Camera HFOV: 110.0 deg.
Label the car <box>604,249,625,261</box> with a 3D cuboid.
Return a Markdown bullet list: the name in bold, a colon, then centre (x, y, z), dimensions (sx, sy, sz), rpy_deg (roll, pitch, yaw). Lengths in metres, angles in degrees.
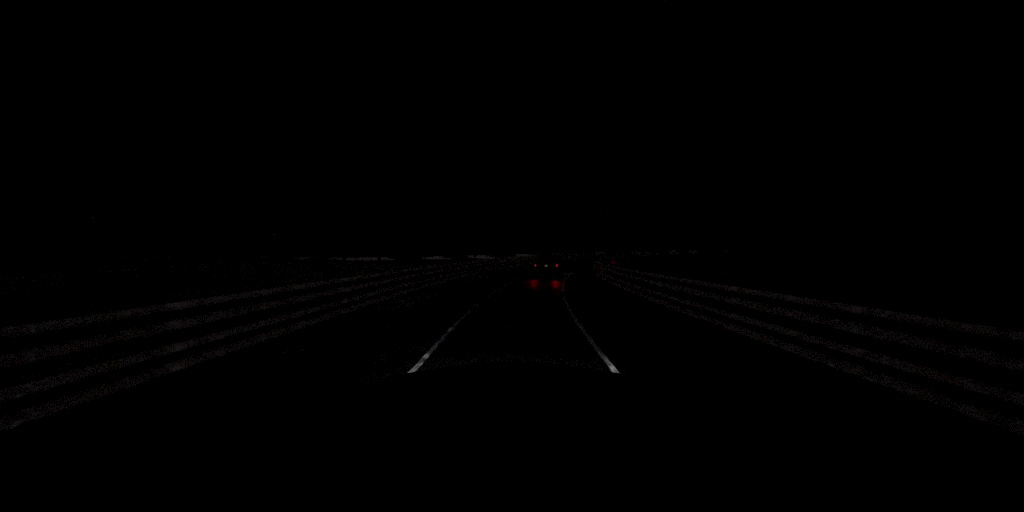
- **car**: centre (17.948, -0.161, 62.683), dimensions (2.150, 2.045, 5.566), rpy_deg (1, 0, 35)

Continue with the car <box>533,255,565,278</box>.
- **car**: centre (2.986, 0.694, 28.470), dimensions (2.097, 1.767, 4.553), rpy_deg (0, 1, 13)
